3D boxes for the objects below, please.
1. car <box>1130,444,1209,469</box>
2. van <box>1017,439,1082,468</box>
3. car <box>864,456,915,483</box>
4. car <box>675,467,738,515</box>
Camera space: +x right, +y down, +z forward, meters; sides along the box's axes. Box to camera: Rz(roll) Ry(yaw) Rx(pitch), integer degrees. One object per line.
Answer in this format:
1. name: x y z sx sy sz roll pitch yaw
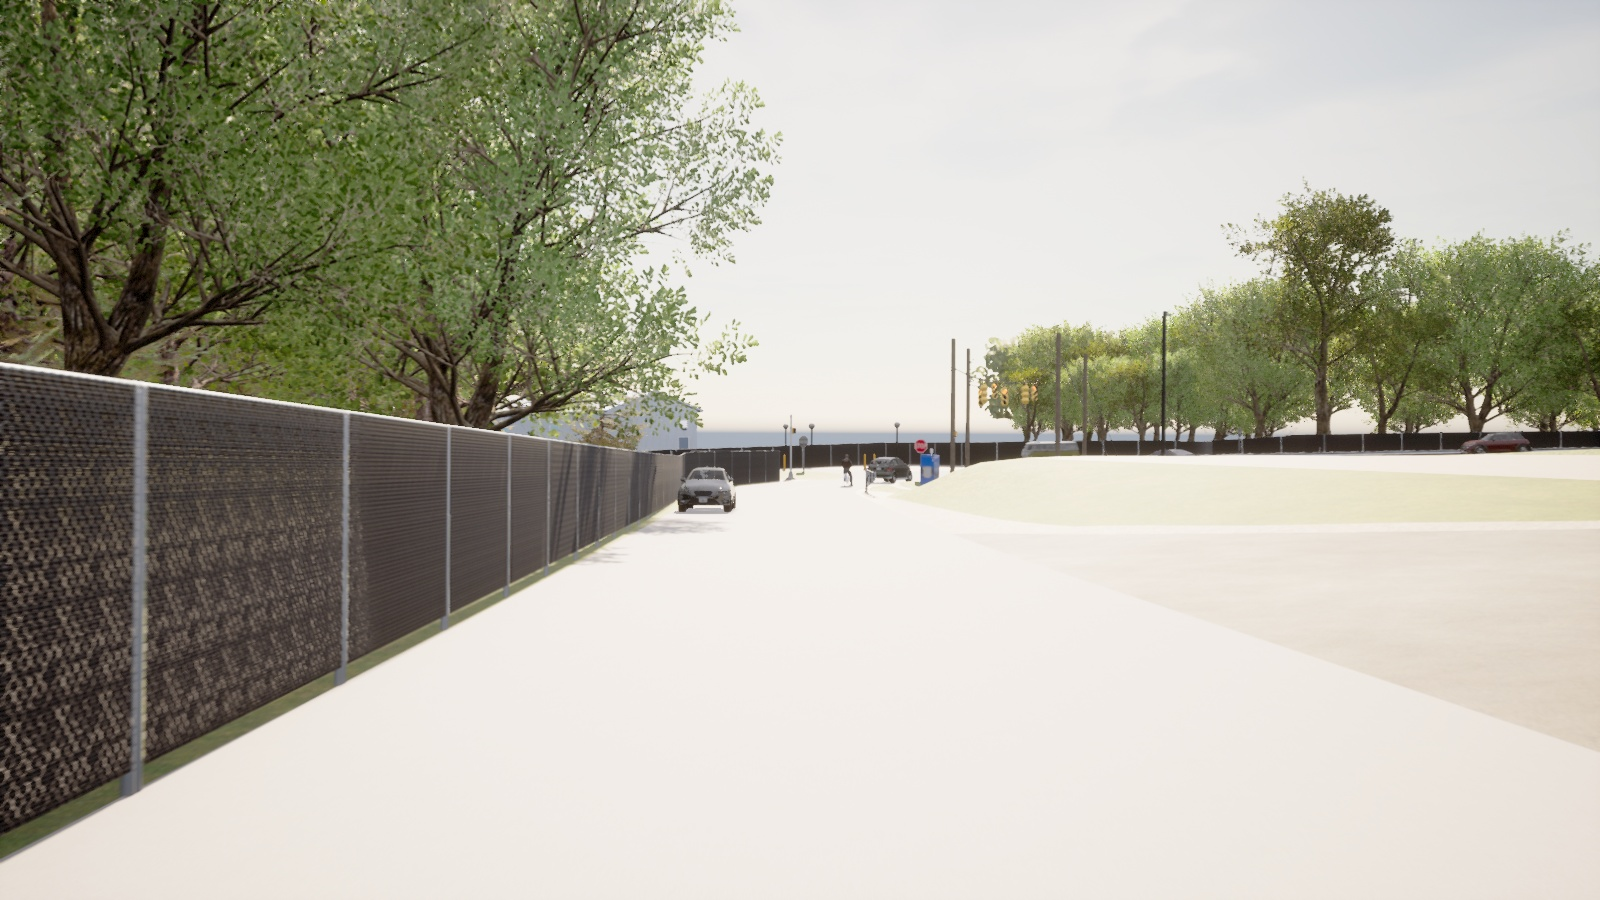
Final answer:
1. car: 24.320 0.463 82.869 2.033 1.411 5.357 -1 -2 -24
2. van: 18.414 0.215 92.658 4.442 1.987 1.775 -2 1 -22
3. car: 5.452 1.171 76.033 1.789 1.549 3.705 0 0 27
4. car: -3.125 1.361 42.731 1.816 1.474 4.193 0 0 0
